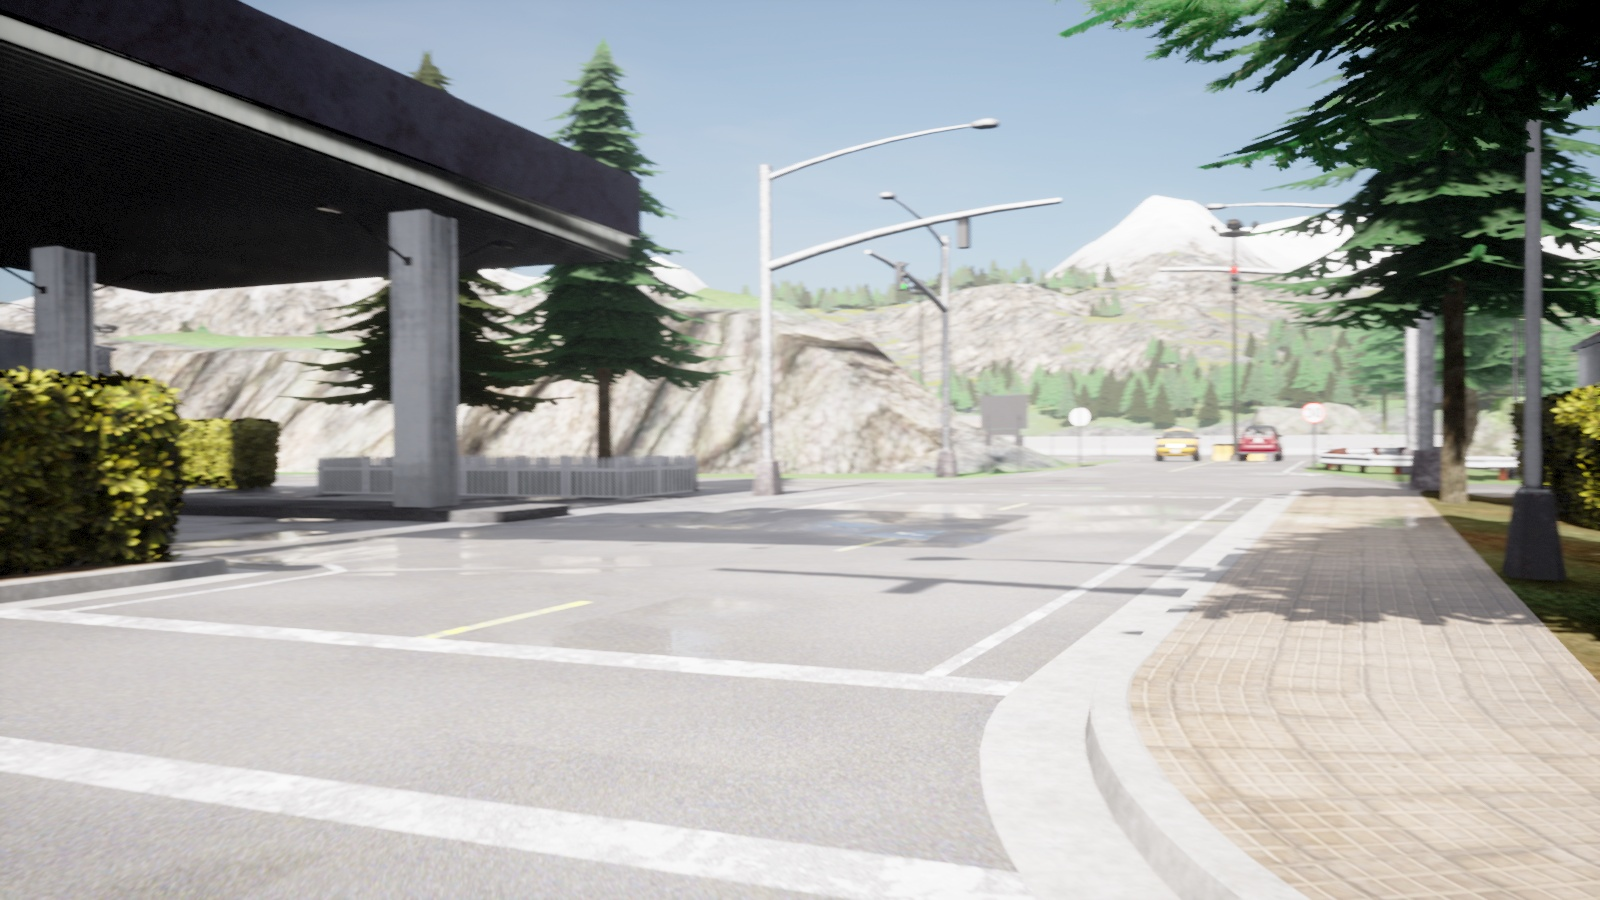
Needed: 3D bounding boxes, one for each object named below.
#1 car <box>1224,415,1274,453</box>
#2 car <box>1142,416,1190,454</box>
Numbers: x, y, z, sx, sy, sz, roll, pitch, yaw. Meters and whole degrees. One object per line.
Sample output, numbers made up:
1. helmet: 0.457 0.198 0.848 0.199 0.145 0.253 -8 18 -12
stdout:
1. car: 19.592 -0.674 54.762 1.789 1.549 3.705 -1 0 24
2. car: 16.343 -0.659 55.938 1.801 1.575 5.366 -1 0 19
